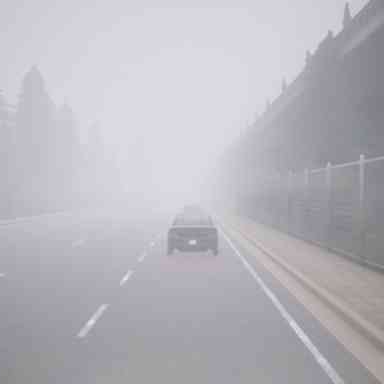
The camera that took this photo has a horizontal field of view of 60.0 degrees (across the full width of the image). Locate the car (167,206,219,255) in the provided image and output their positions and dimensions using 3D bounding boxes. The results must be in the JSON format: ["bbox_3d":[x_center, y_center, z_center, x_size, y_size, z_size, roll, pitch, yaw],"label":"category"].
[{"bbox_3d":[0.040,1.550,13.717,1.882,1.535,5.008,0,0,0],"label":"car"}]

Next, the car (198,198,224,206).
[{"bbox_3d":[3.888,1.933,63.677,4.718,1.301,1.895,0,0,-44],"label":"car"}]

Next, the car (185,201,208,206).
[{"bbox_3d":[0.018,1.710,27.717,1.994,1.385,4.181,0,0,0],"label":"car"}]
